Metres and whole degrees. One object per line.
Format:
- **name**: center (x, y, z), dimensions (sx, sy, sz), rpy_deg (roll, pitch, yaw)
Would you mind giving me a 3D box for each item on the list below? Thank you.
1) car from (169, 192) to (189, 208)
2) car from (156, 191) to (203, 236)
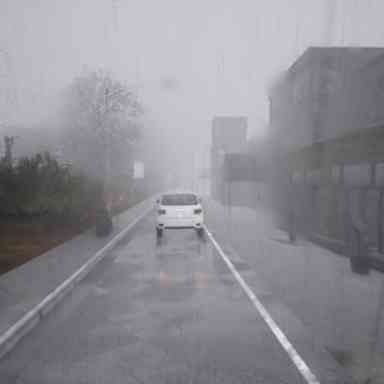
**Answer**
- **car**: center (-1.381, 0.768, 35.713), dimensions (2.033, 1.411, 5.357), rpy_deg (0, 2, -2)
- **car**: center (-0.646, 0.955, 16.998), dimensions (2.150, 2.045, 5.566), rpy_deg (0, 1, -3)
